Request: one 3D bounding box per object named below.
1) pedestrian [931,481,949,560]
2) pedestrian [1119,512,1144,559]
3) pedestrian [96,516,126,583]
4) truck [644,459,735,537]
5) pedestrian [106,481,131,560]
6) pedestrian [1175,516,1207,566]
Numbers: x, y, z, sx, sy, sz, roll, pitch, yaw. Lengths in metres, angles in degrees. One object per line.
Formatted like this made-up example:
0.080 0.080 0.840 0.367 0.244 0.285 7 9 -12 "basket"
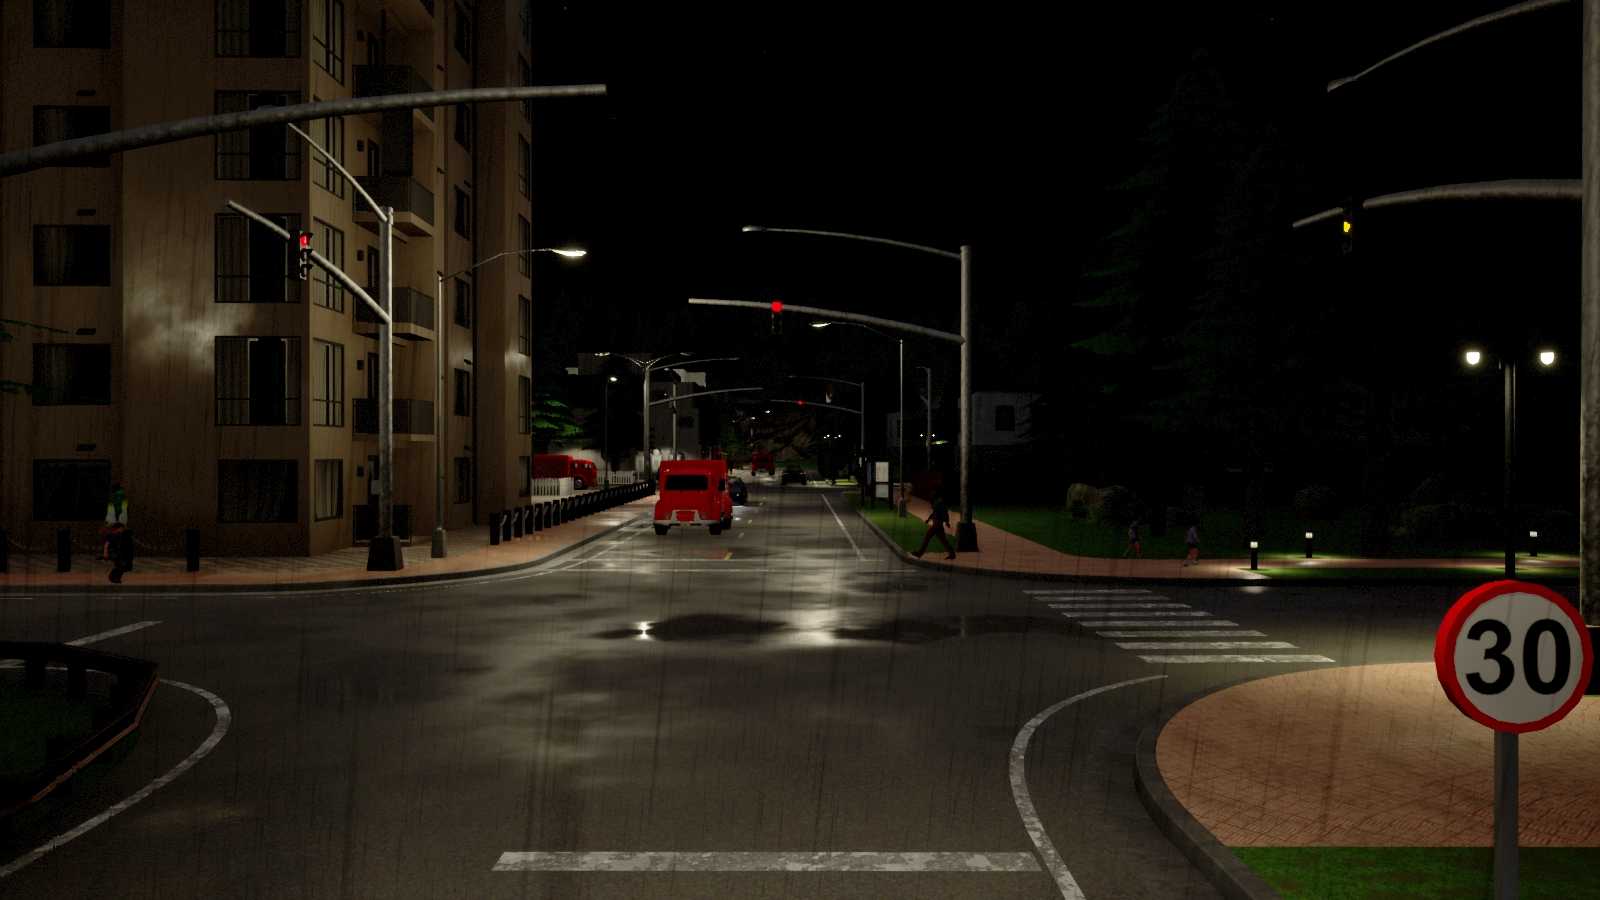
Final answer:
3.333 1.675 27.168 0.375 1.860 0.375 0 0 1 "pedestrian"
7.971 2.046 27.466 0.500 1.100 0.500 0 0 24 "pedestrian"
-13.727 1.974 22.763 0.375 1.300 0.375 0 0 1 "pedestrian"
-3.689 1.548 39.174 2.627 2.467 5.204 0 0 0 "truck"
-16.197 1.677 27.167 0.375 1.860 0.375 0 0 -4 "pedestrian"
8.808 2.044 25.754 0.500 1.100 0.500 0 0 -8 "pedestrian"
